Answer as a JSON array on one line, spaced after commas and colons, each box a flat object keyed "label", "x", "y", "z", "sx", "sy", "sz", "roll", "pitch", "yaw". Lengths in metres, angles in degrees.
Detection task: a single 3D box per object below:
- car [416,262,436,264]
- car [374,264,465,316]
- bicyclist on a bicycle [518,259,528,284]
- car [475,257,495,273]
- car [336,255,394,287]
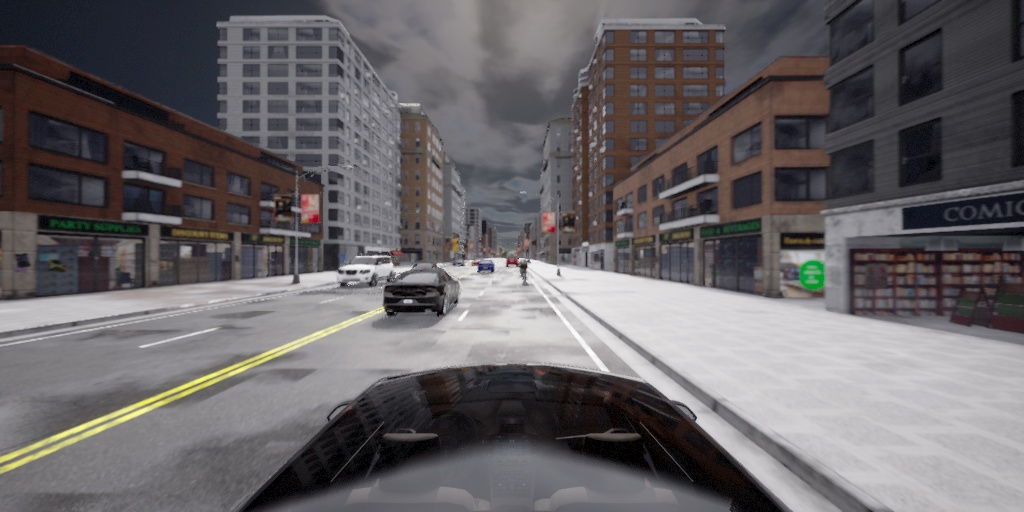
[{"label": "car", "x": -6.588, "y": 1.250, "z": 27.015, "sx": 1.837, "sy": 1.490, "sz": 4.892, "roll": 0, "pitch": 0, "yaw": 0}, {"label": "car", "x": -3.147, "y": 1.225, "z": 13.332, "sx": 1.882, "sy": 1.535, "sz": 5.008, "roll": 0, "pitch": 0, "yaw": 0}, {"label": "bicyclist on a bicycle", "x": 0.900, "y": 1.116, "z": 26.276, "sx": 0.659, "sy": 1.776, "sz": 1.843, "roll": 0, "pitch": 0, "yaw": 0}, {"label": "car", "x": -3.137, "y": 1.221, "z": 44.513, "sx": 1.882, "sy": 1.535, "sz": 5.008, "roll": 0, "pitch": 0, "yaw": 0}, {"label": "car", "x": -9.842, "y": 0.968, "z": 24.643, "sx": 2.150, "sy": 2.045, "sz": 5.566, "roll": 0, "pitch": 0, "yaw": 0}]
